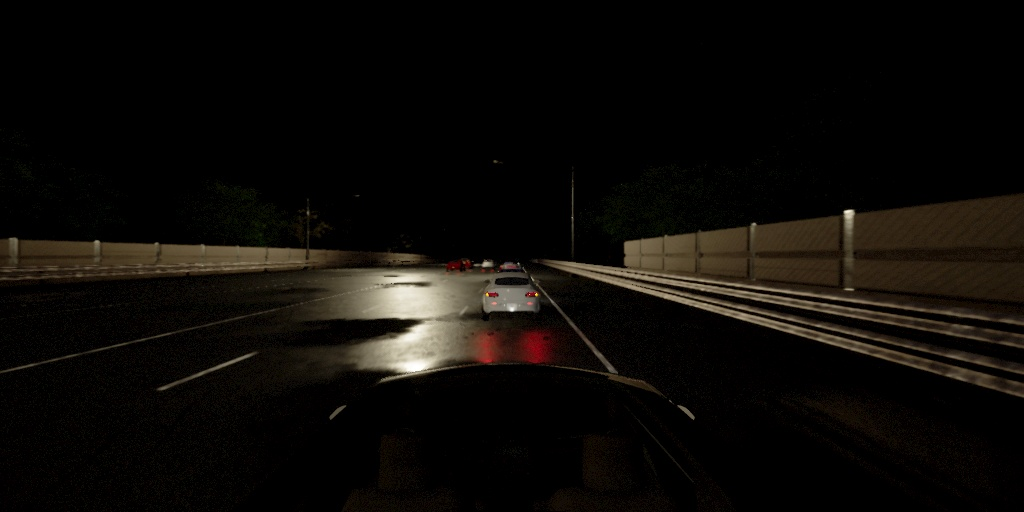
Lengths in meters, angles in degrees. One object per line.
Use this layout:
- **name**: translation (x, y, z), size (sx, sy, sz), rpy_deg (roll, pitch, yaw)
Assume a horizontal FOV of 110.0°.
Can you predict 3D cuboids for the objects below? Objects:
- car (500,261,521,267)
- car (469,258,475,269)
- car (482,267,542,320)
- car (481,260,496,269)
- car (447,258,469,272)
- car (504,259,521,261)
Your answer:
- **car**: translation (-0.001, 1.311, 29.896), size (1.895, 1.301, 4.718), rpy_deg (0, 0, 0)
- **car**: translation (-6.970, 1.098, 54.572), size (2.097, 1.767, 4.553), rpy_deg (0, 0, 1)
- **car**: translation (-0.002, 1.259, 12.456), size (1.812, 1.442, 4.674), rpy_deg (0, 0, 0)
- **car**: translation (-3.468, 1.253, 54.588), size (1.812, 1.442, 4.674), rpy_deg (0, 0, 1)
- **car**: translation (-7.008, 1.214, 45.430), size (1.882, 1.535, 5.008), rpy_deg (0, 0, 0)
- **car**: translation (-0.185, 1.271, 41.174), size (1.994, 1.385, 4.181), rpy_deg (0, 0, 9)
